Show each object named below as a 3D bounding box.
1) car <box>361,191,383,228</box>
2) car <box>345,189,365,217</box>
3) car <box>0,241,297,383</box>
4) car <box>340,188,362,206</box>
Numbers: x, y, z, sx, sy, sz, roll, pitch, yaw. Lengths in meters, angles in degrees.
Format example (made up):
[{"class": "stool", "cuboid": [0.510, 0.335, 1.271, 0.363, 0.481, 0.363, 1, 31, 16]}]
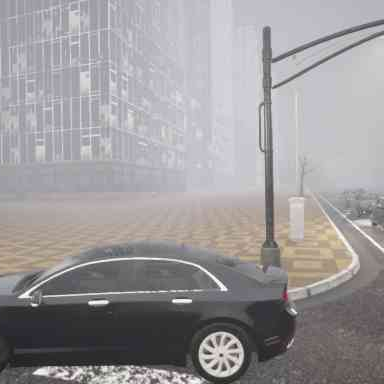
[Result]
[{"class": "car", "cuboid": [9.054, 0.928, 14.386, 2.128, 1.511, 4.902, -1, 2, 18]}, {"class": "car", "cuboid": [11.110, 0.759, 20.678, 1.994, 1.385, 4.181, -1, 2, 17]}, {"class": "car", "cuboid": [-1.047, 1.505, 4.762, 4.892, 1.490, 1.837, 0, 0, 0]}, {"class": "car", "cuboid": [13.112, 0.454, 26.740, 2.128, 1.511, 4.902, -1, 2, 18]}]
